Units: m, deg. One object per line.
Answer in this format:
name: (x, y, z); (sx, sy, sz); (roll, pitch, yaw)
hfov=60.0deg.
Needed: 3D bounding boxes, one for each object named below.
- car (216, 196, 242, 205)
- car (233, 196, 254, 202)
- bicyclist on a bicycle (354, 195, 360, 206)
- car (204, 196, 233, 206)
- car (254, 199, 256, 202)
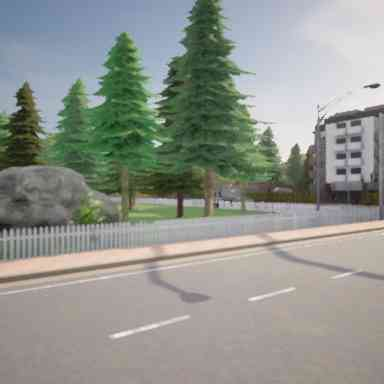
car: (6.472, 1.421, 58.883); (1.837, 1.490, 4.892); (0, 0, -34)
car: (6.821, 1.402, 52.022); (1.882, 1.535, 5.008); (0, 0, -34)
bicyclist on a bicycle: (23.346, 1.204, 47.119); (1.656, 1.620, 0.582); (0, 0, -34)
car: (3.568, 1.457, 50.594); (1.812, 1.442, 4.674); (0, 0, -34)
car: (9.354, 1.510, 60.870); (1.895, 1.301, 4.718); (0, 0, -34)
